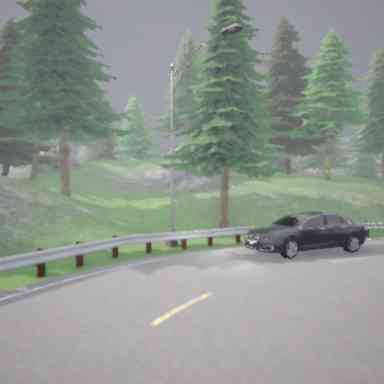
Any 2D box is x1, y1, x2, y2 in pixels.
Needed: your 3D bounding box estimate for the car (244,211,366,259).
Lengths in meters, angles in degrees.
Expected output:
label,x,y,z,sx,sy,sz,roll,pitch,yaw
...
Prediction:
label,x,y,z,sx,sy,sz,roll,pitch,yaw
car,4.240,1.488,12.381,4.892,1.490,1.837,0,-1,-24
